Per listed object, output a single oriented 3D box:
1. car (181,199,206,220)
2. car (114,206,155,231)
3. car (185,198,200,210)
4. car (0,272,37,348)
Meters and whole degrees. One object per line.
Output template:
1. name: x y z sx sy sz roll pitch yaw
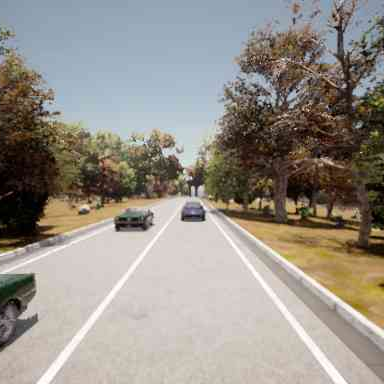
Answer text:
1. car: 0.100 1.548 27.773 1.994 1.385 4.181 0 0 0
2. car: -3.498 1.589 20.771 1.895 1.301 4.718 0 0 0
3. car: 0.107 1.549 44.267 1.895 1.301 4.718 0 0 0
4. car: -3.596 1.599 3.494 1.895 1.301 4.718 0 0 0
